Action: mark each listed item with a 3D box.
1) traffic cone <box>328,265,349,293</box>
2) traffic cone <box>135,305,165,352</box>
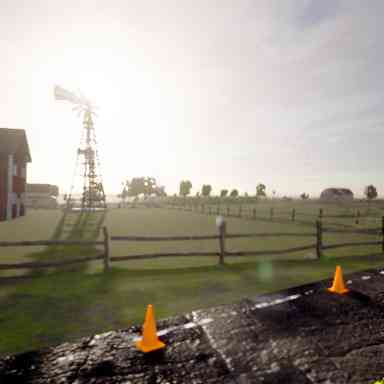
[{"bbox_3d":[3.459,2.025,7.838,0.340,0.580,0.340,1,0,-35],"label":"traffic cone"},{"bbox_3d":[-0.619,1.977,4.932,0.340,0.580,0.340,1,0,-35],"label":"traffic cone"}]
